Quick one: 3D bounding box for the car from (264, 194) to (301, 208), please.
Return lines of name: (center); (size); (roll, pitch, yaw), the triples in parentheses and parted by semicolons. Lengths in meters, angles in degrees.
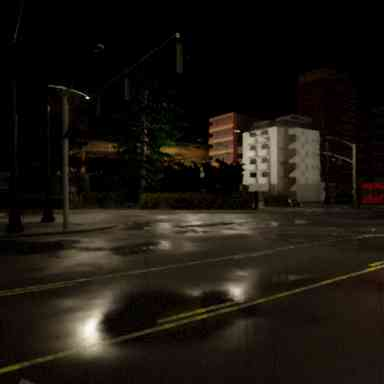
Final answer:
car: (11.164, 1.073, 41.268); (2.097, 1.767, 4.553); (-1, 0, -35)
